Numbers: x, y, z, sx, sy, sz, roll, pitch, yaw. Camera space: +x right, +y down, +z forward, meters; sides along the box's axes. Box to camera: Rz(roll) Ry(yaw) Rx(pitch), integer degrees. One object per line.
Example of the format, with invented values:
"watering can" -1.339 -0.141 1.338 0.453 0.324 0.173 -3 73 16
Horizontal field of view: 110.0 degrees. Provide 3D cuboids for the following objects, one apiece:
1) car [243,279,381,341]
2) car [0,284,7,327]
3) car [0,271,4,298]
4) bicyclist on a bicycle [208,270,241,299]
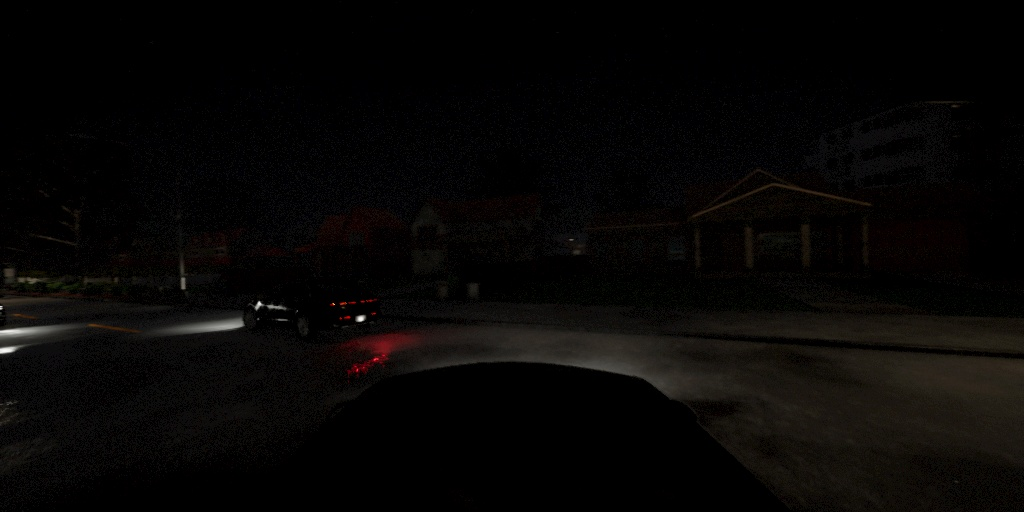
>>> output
"car" -5.977 1.431 10.555 4.892 1.490 1.837 -2 -2 32
"car" -20.149 1.874 12.797 4.892 1.490 1.837 -2 0 25
"car" -42.024 2.260 27.796 5.566 2.045 2.150 -2 0 26
"bicyclist on a bicycle" -16.208 1.585 20.219 0.582 1.620 1.656 -2 0 25
